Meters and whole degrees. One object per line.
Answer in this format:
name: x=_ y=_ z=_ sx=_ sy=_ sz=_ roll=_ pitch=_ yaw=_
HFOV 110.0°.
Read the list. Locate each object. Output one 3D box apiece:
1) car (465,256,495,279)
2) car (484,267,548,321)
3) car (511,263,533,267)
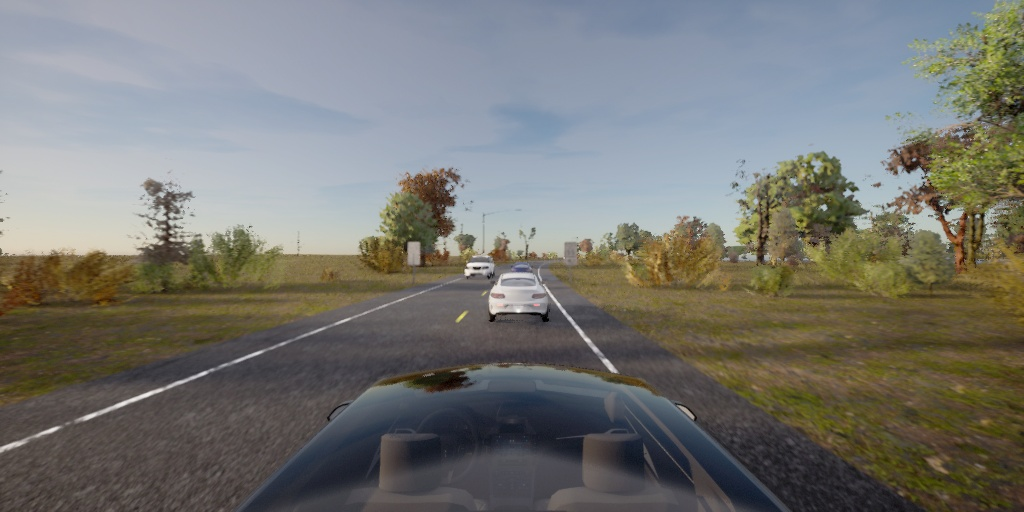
car: x=-2.792 y=0.976 z=32.350 sx=2.150 sy=2.045 sz=5.566 roll=0 pitch=0 yaw=3
car: x=0.214 y=1.279 z=12.348 sx=1.812 sy=1.442 sz=4.674 roll=0 pitch=0 yaw=1
car: x=0.849 y=1.280 z=31.012 sx=1.812 sy=1.442 sz=4.674 roll=0 pitch=0 yaw=3
